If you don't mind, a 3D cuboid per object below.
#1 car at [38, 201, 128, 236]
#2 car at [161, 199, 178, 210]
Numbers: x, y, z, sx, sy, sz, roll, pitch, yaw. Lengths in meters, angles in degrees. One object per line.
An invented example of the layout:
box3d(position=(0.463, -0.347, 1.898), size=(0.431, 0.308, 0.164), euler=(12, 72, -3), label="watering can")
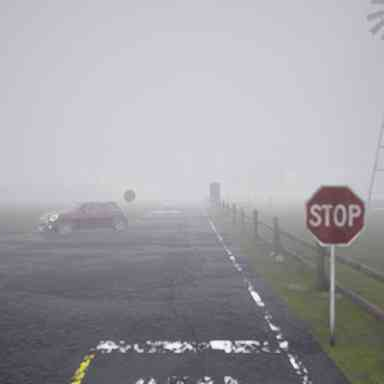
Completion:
box3d(position=(-5.886, 1.296, 18.188), size=(4.553, 1.767, 2.097), euler=(1, -2, -41), label="car")
box3d(position=(-2.793, 1.550, 41.941), size=(1.895, 1.301, 4.718), euler=(0, 0, 0), label="car")
